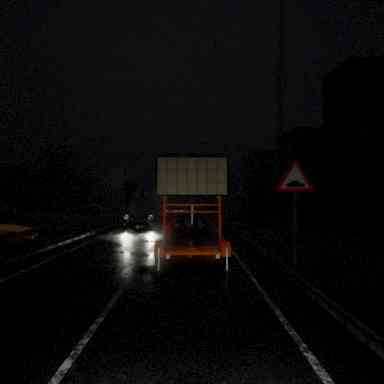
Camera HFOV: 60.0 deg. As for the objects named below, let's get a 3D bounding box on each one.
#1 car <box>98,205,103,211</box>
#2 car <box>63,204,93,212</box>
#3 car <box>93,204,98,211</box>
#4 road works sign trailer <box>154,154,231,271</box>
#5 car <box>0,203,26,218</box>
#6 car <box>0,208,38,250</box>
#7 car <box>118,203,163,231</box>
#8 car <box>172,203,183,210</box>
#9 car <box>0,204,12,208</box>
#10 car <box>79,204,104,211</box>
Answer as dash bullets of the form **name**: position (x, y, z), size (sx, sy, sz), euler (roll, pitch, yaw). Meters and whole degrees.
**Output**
- **car**: position (-21.918, 3.281, 69.405), size (5.008, 1.535, 2.097), euler (0, -2, 0)
- **car**: position (-21.925, 3.103, 62.858), size (4.674, 1.452, 2.002), euler (0, -2, 0)
- **car**: position (-21.915, 3.173, 66.133), size (4.892, 1.521, 2.231), euler (0, -2, 0)
- **road works sign trailer**: position (0.005, 0.533, 11.097), size (2.380, 3.560, 2.880), euler (0, -1, -1)
- **car**: position (-22.018, 2.127, 38.541), size (4.553, 1.767, 2.185), euler (0, -2, 0)
- **car**: position (-9.394, 1.586, 14.012), size (5.366, 1.575, 1.946), euler (0, -1, 0)
- **car**: position (-3.373, 1.658, 22.957), size (2.097, 1.767, 4.553), euler (0, -2, 0)
- **car**: position (-3.188, 3.800, 81.704), size (1.994, 1.385, 4.181), euler (0, -2, 0)
- **car**: position (-21.953, 2.189, 35.367), size (4.674, 1.452, 2.002), euler (0, -2, 0)
- **car**: position (-21.903, 3.426, 72.550), size (4.674, 1.452, 2.002), euler (0, -2, 0)
